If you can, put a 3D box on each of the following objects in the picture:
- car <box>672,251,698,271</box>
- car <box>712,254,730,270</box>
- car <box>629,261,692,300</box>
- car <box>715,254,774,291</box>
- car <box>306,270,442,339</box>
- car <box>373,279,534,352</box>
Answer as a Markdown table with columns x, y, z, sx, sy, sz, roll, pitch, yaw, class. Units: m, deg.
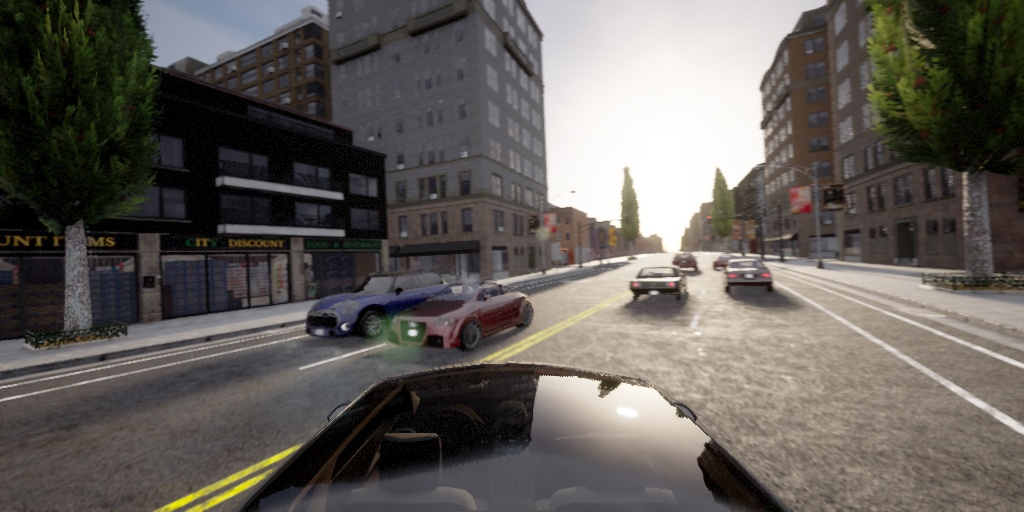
| x | y | z | sx | sy | sz | roll | pitch | yaw | class |
| --- | --- | --- | --- | --- | --- | --- | --- | --- | --- |
| 15.900 | 0.439 | 33.041 | 2.097 | 1.767 | 4.553 | -3 | 0 | 28 | car |
| 19.179 | 0.493 | 32.286 | 1.994 | 1.385 | 4.181 | -3 | 0 | 27 | car |
| 6.507 | 1.077 | 15.646 | 1.895 | 1.301 | 4.718 | -3 | 0 | 30 | car |
| 10.916 | 0.817 | 16.862 | 2.033 | 1.411 | 5.357 | -3 | 0 | 29 | car |
| -3.815 | 1.308 | 11.108 | 2.097 | 1.767 | 4.553 | -3 | 0 | 30 | car |
| -1.105 | 1.384 | 9.294 | 1.994 | 1.385 | 4.181 | -3 | 0 | 30 | car |
